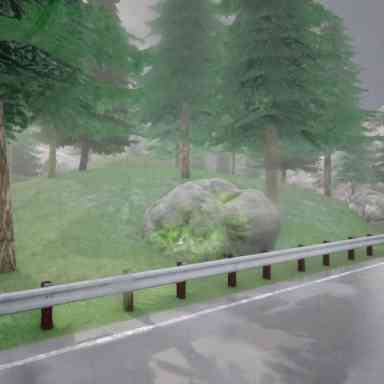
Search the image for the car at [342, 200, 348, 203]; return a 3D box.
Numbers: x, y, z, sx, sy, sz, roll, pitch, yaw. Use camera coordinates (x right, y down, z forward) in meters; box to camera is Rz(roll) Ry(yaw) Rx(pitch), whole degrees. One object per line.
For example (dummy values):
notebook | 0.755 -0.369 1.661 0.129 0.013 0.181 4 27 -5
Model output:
car | 22.381 1.352 44.529 2.097 1.767 4.553 0 0 -36
